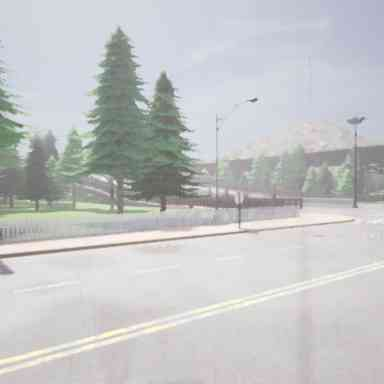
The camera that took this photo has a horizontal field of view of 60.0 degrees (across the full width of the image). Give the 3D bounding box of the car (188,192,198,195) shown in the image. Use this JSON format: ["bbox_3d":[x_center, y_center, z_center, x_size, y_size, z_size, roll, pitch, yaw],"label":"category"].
[{"bbox_3d":[-0.487,-0.152,67.830,1.882,1.535,5.008,0,6,-37],"label":"car"}]

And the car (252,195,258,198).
[{"bbox_3d":[9.401,1.150,54.598,2.128,1.511,4.902,0,3,-37],"label":"car"}]

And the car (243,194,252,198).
[{"bbox_3d":[6.627,1.178,52.455,1.837,1.490,4.892,0,3,-37],"label":"car"}]

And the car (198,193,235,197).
[{"bbox_3d":[3.655,1.218,50.564,2.033,1.411,5.357,0,3,-37],"label":"car"}]
